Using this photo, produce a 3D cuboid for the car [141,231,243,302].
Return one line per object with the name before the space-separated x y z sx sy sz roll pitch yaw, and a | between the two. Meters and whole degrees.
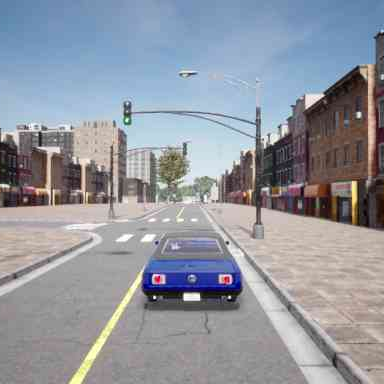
car | 0.006 1.612 8.253 1.895 1.301 4.718 0 0 0
